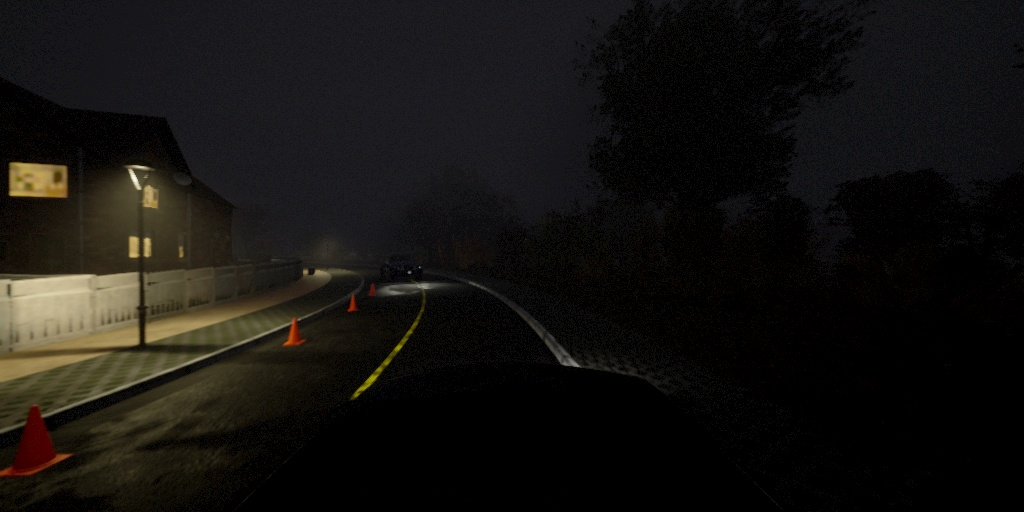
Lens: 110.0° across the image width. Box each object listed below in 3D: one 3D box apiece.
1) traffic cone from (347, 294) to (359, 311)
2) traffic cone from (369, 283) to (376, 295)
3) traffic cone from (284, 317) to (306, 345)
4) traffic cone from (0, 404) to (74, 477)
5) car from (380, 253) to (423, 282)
[{"bbox_3d":[-5.753,1.669,13.005,0.340,0.580,0.340,0,0,-11],"label":"traffic cone"},{"bbox_3d":[-6.874,1.620,17.680,0.340,0.580,0.340,0,0,-16],"label":"traffic cone"},{"bbox_3d":[-4.996,1.708,8.258,0.340,0.580,0.340,0,0,-7],"label":"traffic cone"},{"bbox_3d":[-4.609,1.736,3.467,0.340,0.580,0.340,0,0,-2],"label":"traffic cone"},{"bbox_3d":[-8.563,0.767,27.374,2.150,2.045,5.566,0,0,-31],"label":"car"}]
